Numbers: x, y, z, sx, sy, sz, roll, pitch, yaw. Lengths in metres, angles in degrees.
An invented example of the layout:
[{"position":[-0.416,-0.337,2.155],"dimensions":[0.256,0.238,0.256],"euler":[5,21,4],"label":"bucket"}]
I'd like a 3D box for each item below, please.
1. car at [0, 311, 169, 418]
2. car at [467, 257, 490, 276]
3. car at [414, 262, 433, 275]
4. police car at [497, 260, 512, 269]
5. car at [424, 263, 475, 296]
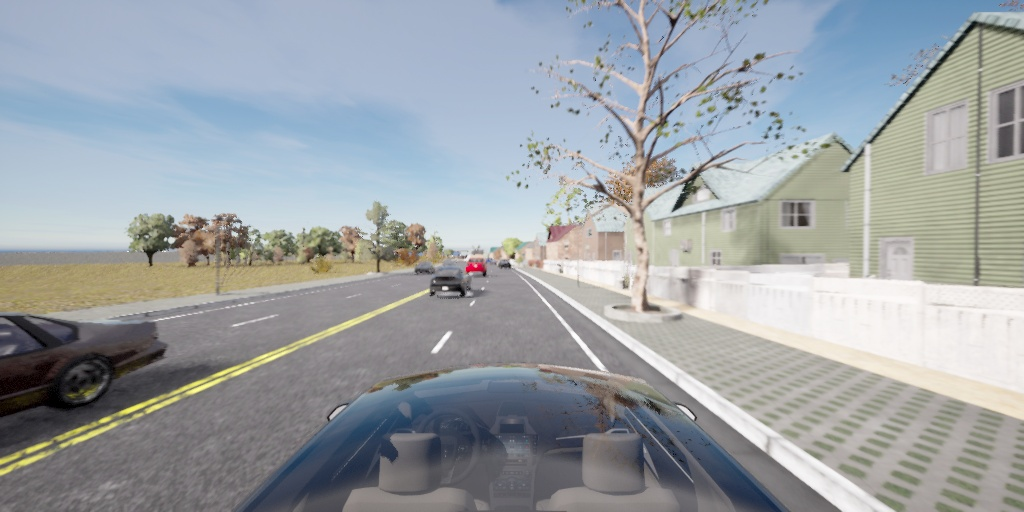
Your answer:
[{"position":[-6.597,1.315,3.478],"dimensions":[2.033,1.411,5.357],"euler":[0,0,0],"label":"car"},{"position":[-4.000,1.176,41.060],"dimensions":[2.150,2.045,5.566],"euler":[0,0,-2],"label":"car"},{"position":[-10.834,1.495,44.585],"dimensions":[1.837,1.490,4.892],"euler":[0,-1,-2],"label":"car"},{"position":[-1.142,1.504,64.169],"dimensions":[1.930,1.638,5.238],"euler":[0,0,-4],"label":"police car"},{"position":[-3.361,1.349,20.209],"dimensions":[1.837,1.490,4.892],"euler":[0,0,-1],"label":"car"}]
